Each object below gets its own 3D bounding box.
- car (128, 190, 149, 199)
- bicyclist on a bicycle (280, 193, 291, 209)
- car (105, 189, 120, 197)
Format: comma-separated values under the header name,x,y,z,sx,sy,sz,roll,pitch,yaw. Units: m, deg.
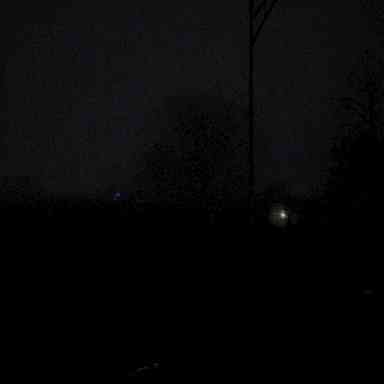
name,x,y,z,sx,sy,sz,roll,pitch,yaw
car,-8.828,0.411,54.830,2.128,1.511,4.902,-1,2,-35
bicyclist on a bicycle,9.606,0.950,34.184,1.656,1.620,0.582,0,1,-35
car,-15.057,0.212,63.571,1.812,1.442,4.674,-1,2,-35
